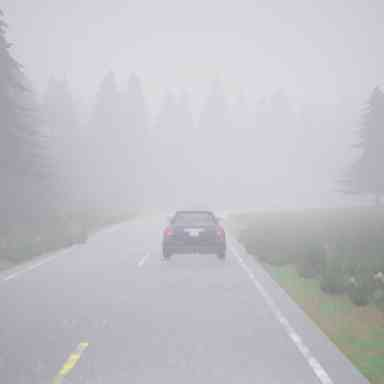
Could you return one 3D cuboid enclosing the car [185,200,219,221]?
[{"bbox_3d":[0.956,1.521,28.271,1.837,1.490,4.892,-1,0,13],"label":"car"}]

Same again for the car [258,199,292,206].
[{"bbox_3d":[10.753,1.603,42.772,4.674,1.442,1.812,3,-2,-21],"label":"car"}]

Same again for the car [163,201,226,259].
[{"bbox_3d":[0.083,1.360,12.753,2.097,1.767,4.553,0,0,0],"label":"car"}]
